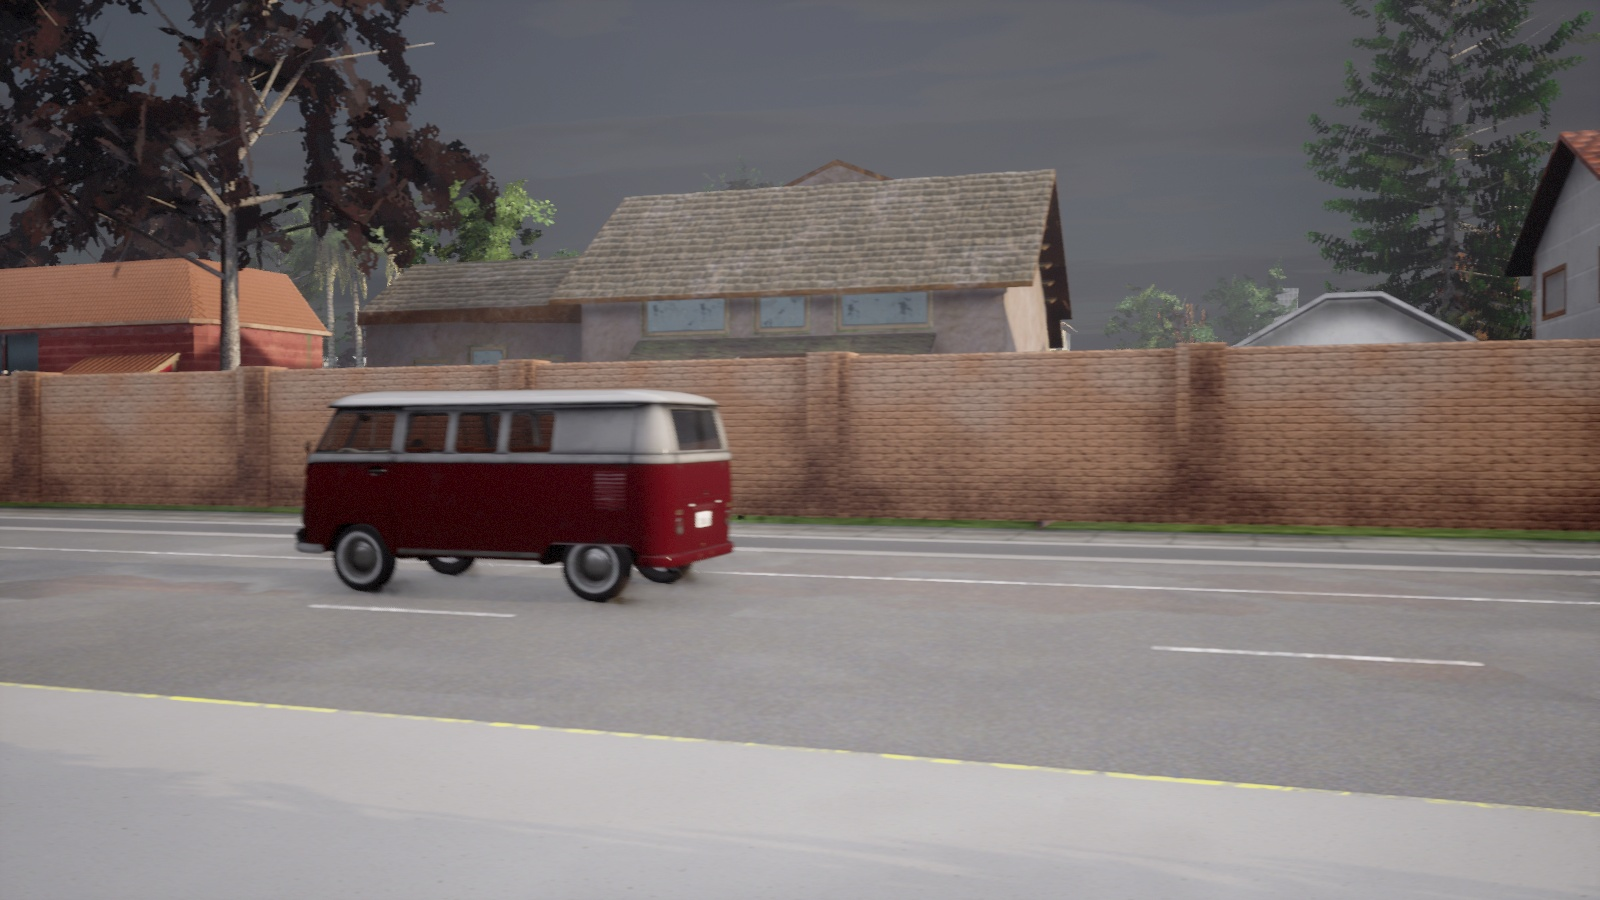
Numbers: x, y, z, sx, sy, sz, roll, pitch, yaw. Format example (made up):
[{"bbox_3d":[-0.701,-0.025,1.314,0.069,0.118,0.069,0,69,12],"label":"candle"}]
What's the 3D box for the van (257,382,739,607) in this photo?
[{"bbox_3d":[-3.014,0.365,12.643,4.442,1.987,1.775,1,1,19],"label":"van"}]
